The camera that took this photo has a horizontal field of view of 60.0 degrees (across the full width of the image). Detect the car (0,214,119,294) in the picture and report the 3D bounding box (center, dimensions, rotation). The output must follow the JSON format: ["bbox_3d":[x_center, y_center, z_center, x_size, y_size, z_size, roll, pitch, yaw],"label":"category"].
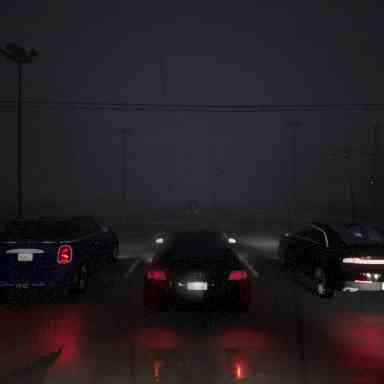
[{"bbox_3d":[-3.406,1.352,8.929,2.097,1.767,4.553,0,0,0],"label":"car"}]

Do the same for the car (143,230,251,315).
[{"bbox_3d":[0.092,1.564,7.636,1.994,1.385,4.181,0,0,0],"label":"car"}]

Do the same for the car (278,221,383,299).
[{"bbox_3d":[3.595,1.492,8.447,2.128,1.511,4.902,0,0,0],"label":"car"}]

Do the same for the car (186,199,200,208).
[{"bbox_3d":[0.078,1.601,46.410,1.895,1.301,4.718,0,0,0],"label":"car"}]
